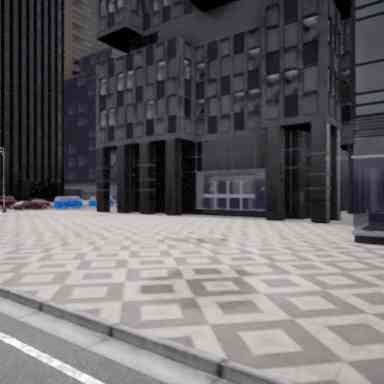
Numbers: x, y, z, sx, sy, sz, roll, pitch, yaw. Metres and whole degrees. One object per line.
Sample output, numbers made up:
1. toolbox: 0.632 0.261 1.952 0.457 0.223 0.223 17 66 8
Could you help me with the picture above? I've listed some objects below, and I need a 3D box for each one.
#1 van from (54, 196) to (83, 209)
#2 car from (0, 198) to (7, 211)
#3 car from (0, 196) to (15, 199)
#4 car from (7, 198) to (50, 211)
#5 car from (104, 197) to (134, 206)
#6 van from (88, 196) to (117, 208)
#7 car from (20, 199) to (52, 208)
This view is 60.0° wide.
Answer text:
1. van: -17.368 1.512 46.911 1.690 1.788 3.998 0 0 36
2. car: -23.966 1.728 37.669 2.008 1.369 4.403 0 0 36
3. car: -27.607 1.501 47.241 2.192 1.841 5.009 0 0 36
4. car: -20.667 1.756 42.290 1.802 1.307 4.206 0 0 36
5. car: -13.562 1.725 62.201 2.033 1.411 5.357 0 0 36
6. van: -14.070 1.511 51.532 1.690 1.788 3.998 0 0 36
7. car: -24.308 1.766 51.863 1.802 1.307 4.206 0 0 36
